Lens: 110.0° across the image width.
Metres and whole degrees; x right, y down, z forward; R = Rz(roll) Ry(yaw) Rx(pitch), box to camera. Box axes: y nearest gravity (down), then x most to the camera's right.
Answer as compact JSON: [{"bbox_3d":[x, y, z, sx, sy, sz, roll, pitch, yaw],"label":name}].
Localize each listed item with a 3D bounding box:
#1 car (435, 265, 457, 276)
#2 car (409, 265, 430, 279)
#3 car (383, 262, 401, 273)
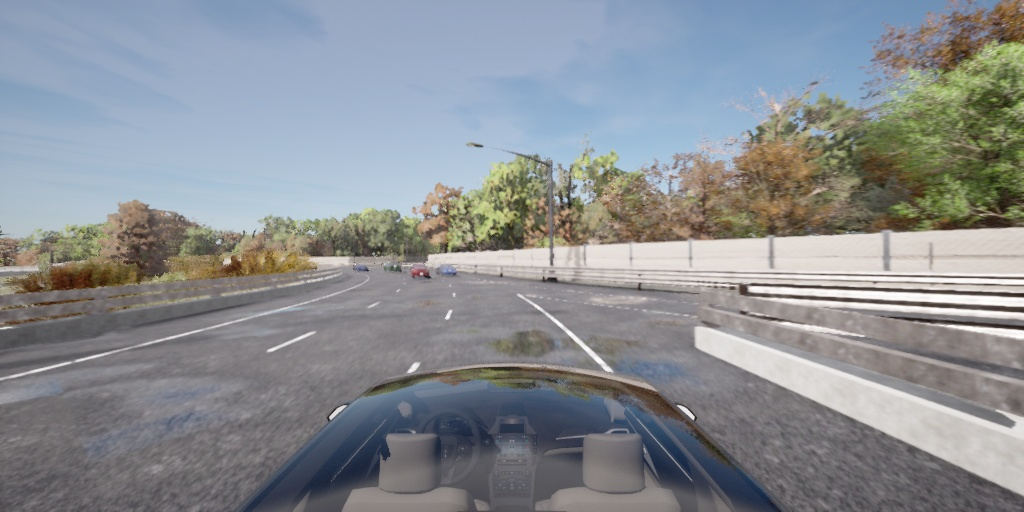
[{"bbox_3d":[-8.212,1.763,44.420,2.033,1.411,5.357,0,-1,-22],"label":"car"},{"bbox_3d":[-10.096,1.708,39.178,1.812,1.442,4.674,0,-1,-19],"label":"car"},{"bbox_3d":[-19.957,1.813,59.509,2.097,1.767,4.553,0,-1,-31],"label":"car"}]
